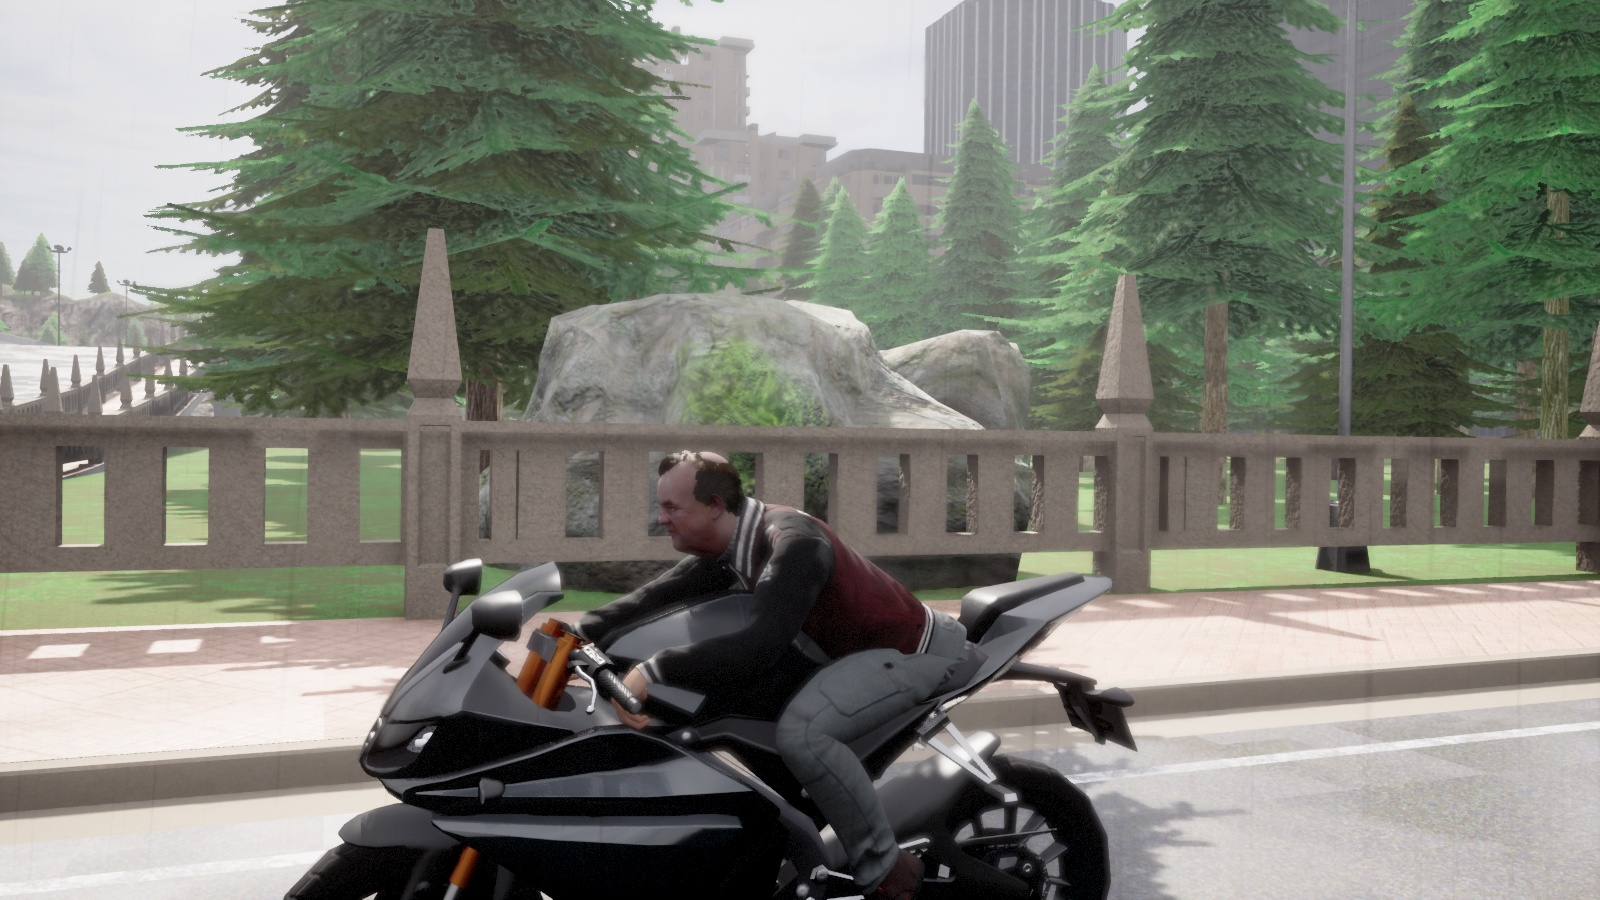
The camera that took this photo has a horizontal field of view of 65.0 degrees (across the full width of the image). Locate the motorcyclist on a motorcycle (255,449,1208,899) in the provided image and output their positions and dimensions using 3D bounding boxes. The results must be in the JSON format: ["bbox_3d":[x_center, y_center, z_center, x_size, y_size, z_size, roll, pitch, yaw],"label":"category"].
[{"bbox_3d":[-0.153,0.783,3.181,2.191,1.530,0.866,-1,1,-21],"label":"motorcyclist on a motorcycle"}]
